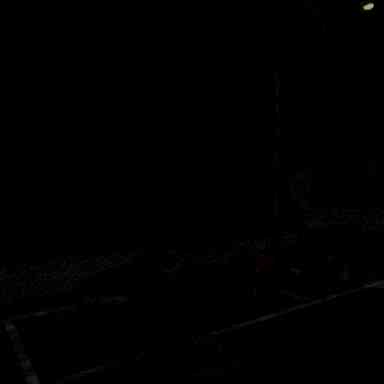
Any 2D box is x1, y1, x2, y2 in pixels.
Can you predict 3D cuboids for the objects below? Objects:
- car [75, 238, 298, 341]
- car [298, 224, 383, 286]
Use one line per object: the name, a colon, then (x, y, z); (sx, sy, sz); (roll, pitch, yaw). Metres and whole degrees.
car: (-0.060, 1.613, 6.488); (4.206, 1.307, 1.802); (1, -1, -35)
car: (4.380, 1.644, 9.649); (4.313, 1.339, 1.947); (1, -1, -35)
